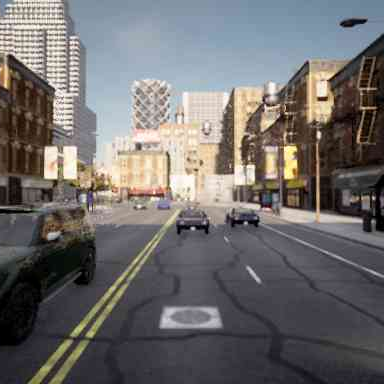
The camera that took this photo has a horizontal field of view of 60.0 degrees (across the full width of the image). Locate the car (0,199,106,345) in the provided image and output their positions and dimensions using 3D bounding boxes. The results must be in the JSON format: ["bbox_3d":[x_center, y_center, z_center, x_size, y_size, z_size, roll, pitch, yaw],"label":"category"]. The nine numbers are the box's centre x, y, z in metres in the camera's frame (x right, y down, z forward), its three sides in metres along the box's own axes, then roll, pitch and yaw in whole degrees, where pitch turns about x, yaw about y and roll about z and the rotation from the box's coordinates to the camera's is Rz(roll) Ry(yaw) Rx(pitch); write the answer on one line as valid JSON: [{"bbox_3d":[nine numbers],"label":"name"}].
[{"bbox_3d":[-3.616,1.275,6.825,2.150,2.045,5.566,0,0,0],"label":"car"}]

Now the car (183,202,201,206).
[{"bbox_3d":[0.000,1.834,38.332,2.033,1.411,5.357,0,0,0],"label":"car"}]

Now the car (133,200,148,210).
[{"bbox_3d":[-7.515,1.858,48.725,2.128,1.511,4.902,0,0,-5],"label":"car"}]

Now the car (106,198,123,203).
[{"bbox_3d":[-20.686,2.259,87.909,4.718,1.301,1.895,0,0,30],"label":"car"}]

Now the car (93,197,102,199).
[{"bbox_3d":[-25.995,2.202,90.067,4.674,1.452,2.002,0,0,20],"label":"car"}]

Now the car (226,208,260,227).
[{"bbox_3d":[3.538,1.780,24.123,1.895,1.301,4.718,0,0,0],"label":"car"}]

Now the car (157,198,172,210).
[{"bbox_3d":[-4.031,1.842,48.558,1.882,1.535,5.008,0,0,-4],"label":"car"}]

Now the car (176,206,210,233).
[{"bbox_3d":[0.047,1.756,20.691,1.895,1.301,4.718,0,0,0],"label":"car"}]
